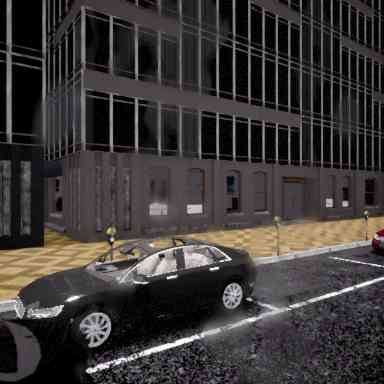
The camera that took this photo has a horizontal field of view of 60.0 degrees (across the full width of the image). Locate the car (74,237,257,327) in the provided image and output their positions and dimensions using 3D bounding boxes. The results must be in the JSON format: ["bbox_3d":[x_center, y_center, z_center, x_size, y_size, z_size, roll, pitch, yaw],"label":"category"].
[{"bbox_3d":[-0.737,1.551,6.035,4.403,1.369,2.008,0,0,-36],"label":"car"}]

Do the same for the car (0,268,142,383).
[{"bbox_3d":[-2.847,1.505,1.347,4.892,1.490,1.837,0,0,-35],"label":"car"}]

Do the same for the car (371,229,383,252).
[{"bbox_3d":[8.529,1.582,12.649,4.206,1.307,1.802,0,0,-36],"label":"car"}]
